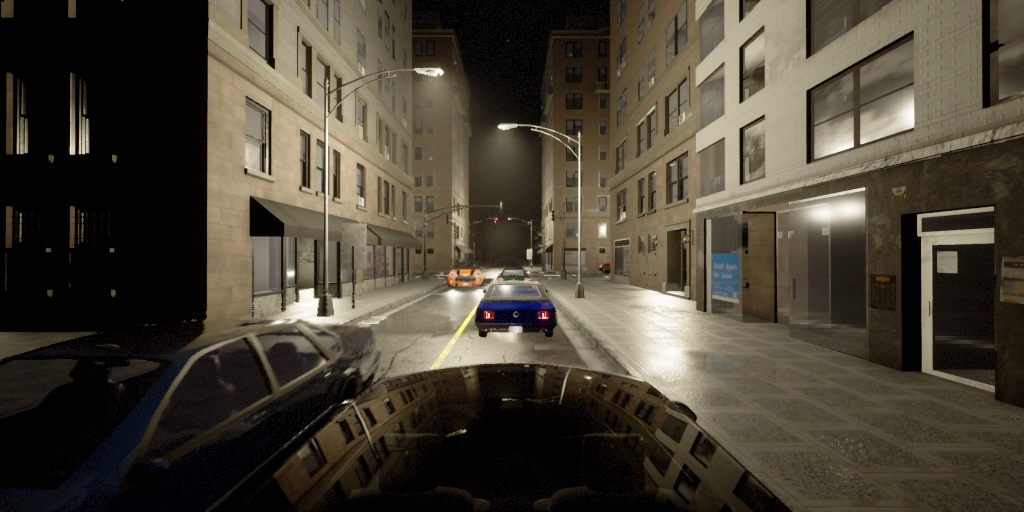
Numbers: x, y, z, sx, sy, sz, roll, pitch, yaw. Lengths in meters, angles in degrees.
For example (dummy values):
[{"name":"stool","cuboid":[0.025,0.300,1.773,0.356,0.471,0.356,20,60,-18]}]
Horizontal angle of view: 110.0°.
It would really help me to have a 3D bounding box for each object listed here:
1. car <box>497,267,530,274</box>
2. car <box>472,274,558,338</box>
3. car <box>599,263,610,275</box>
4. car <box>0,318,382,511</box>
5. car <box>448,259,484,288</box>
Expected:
[{"name":"car","cuboid":[0.086,1.321,20.115,1.994,1.385,4.181,0,0,0]},{"name":"car","cuboid":[0.096,1.352,10.226,1.895,1.301,4.718,0,0,0]},{"name":"car","cuboid":[12.060,1.254,37.495,5.008,1.535,1.882,0,0,0]},{"name":"car","cuboid":[-2.752,1.297,2.809,2.033,1.411,5.357,0,0,0]},{"name":"car","cuboid":[-2.952,1.112,23.715,2.097,1.767,4.553,0,0,-4]}]
